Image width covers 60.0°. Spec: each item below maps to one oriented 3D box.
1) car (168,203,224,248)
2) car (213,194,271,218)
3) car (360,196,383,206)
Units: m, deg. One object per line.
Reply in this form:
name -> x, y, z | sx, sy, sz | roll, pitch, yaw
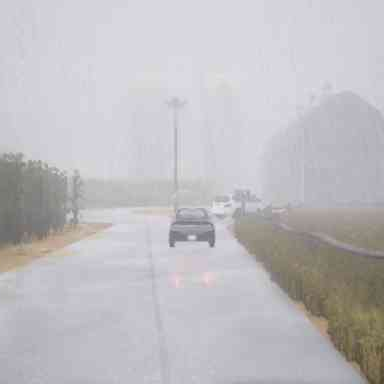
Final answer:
car -> 0.000, 1.464, 14.647 | 2.128, 1.511, 4.902 | 0, 0, 0
car -> 4.057, 1.163, 26.669 | 5.566, 2.045, 2.150 | 0, 0, -37
car -> 21.946, 1.239, 38.588 | 4.553, 1.767, 2.097 | 0, 0, -4
